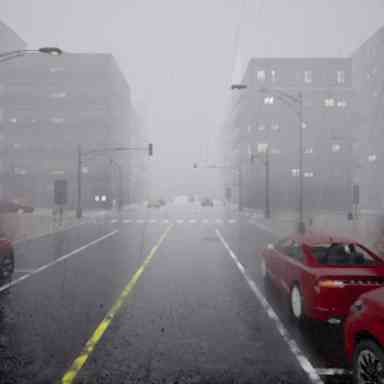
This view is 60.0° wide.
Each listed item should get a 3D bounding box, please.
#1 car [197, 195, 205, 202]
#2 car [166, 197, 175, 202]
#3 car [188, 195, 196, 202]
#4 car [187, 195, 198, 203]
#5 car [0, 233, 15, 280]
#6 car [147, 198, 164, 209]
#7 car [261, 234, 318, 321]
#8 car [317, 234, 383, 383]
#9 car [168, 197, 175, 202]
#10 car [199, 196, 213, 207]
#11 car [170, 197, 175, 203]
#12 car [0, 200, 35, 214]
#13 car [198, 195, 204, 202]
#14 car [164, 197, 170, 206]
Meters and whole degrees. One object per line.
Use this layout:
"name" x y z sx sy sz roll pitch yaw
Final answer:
"car" 2.600 1.780 94.896 2.192 1.841 5.009 1 0 0
"car" -5.778 1.989 89.376 2.008 1.369 4.403 1 0 0
"car" -0.098 1.739 92.465 2.097 1.767 4.553 0 0 0
"car" -0.085 1.898 82.071 1.837 1.490 4.892 0 0 0
"car" -5.689 1.476 7.187 1.967 1.590 4.097 1 0 0
"car" -5.736 1.770 50.542 1.752 1.417 4.829 1 0 0
"car" 2.690 1.579 7.194 1.887 1.381 4.507 1 0 0
"car" 2.698 1.323 1.635 2.192 1.841 5.009 1 0 0
"car" -5.784 2.011 94.899 1.887 1.381 4.507 1 0 0
"car" 2.638 1.816 56.230 1.887 1.381 4.507 1 0 0
"car" -5.772 1.934 83.682 1.752 1.417 4.829 1 0 0
"car" -17.285 1.412 31.576 4.507 1.381 1.887 1 -2 0
"car" 2.633 1.739 61.754 1.967 1.590 4.097 1 0 0
"car" -5.749 1.844 61.758 1.887 1.381 4.507 1 0 0
